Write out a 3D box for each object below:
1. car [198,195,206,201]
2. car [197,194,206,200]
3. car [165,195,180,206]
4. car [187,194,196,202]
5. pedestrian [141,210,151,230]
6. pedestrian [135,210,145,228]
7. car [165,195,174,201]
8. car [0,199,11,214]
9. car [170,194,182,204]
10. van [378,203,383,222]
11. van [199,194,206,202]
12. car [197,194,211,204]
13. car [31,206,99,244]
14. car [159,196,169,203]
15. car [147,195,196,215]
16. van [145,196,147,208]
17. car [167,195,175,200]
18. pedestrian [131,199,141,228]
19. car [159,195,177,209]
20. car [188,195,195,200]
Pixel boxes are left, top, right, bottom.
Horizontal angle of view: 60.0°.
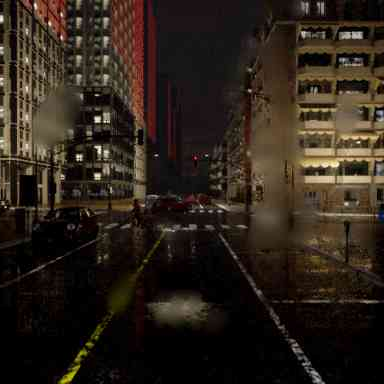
[{"bbox_3d":[2.581,1.589,86.747,2.008,1.369,4.403,0,0,0],"label":"car"},{"bbox_3d":[2.573,1.359,92.298,2.192,1.841,5.009,0,0,0],"label":"car"},{"bbox_3d":[-3.155,1.367,54.927,2.097,1.767,4.553,0,0,0],"label":"car"},{"bbox_3d":[-0.094,1.378,77.318,2.097,1.767,4.553,0,0,0],"label":"car"},{"bbox_3d":[-2.605,1.575,19.502,0.375,1.300,0.375,0,0,0],"label":"pedestrian"},{"bbox_3d":[-3.246,1.678,20.743,0.500,1.100,0.500,0,0,0],"label":"pedestrian"},{"bbox_3d":[-5.800,1.479,86.735,1.967,1.590,4.097,0,0,0],"label":"car"},{"bbox_3d":[-18.773,0.894,28.750,5.566,2.045,2.150,1,0,0],"label":"car"},{"bbox_3d":[-3.110,1.375,66.696,2.097,1.767,4.553,0,0,0],"label":"car"},{"bbox_3d":[16.897,1.706,26.167,3.998,1.788,1.690,1,-1,0],"label":"van"},{"bbox_3d":[2.587,1.375,81.197,1.690,1.788,3.998,0,0,0],"label":"van"},{"bbox_3d":[2.608,1.336,64.544,2.192,1.841,5.009,0,0,0],"label":"car"},{"bbox_3d":[-5.710,1.441,15.405,1.967,1.590,4.097,0,0,0],"label":"car"},{"bbox_3d":[-5.778,1.550,69.913,1.752,1.417,4.829,0,0,0],"label":"car"},{"bbox_3d":[-2.025,1.341,34.508,2.097,1.767,4.553,1,0,38],"label":"car"},{"bbox_3d":[-5.751,1.352,47.879,1.690,1.788,3.998,0,0,0],"label":"van"},{"bbox_3d":[-5.807,1.569,92.116,1.752,1.417,4.829,0,0,0],"label":"car"},{"bbox_3d":[-3.351,1.296,20.142,0.375,1.860,0.375,0,0,0],"label":"pedestrian"},{"bbox_3d":[-3.186,1.361,45.152,2.097,1.767,4.553,0,0,1],"label":"car"},{"bbox_3d":[-0.107,1.442,87.388,1.994,1.385,4.181,0,0,0],"label":"car"}]
